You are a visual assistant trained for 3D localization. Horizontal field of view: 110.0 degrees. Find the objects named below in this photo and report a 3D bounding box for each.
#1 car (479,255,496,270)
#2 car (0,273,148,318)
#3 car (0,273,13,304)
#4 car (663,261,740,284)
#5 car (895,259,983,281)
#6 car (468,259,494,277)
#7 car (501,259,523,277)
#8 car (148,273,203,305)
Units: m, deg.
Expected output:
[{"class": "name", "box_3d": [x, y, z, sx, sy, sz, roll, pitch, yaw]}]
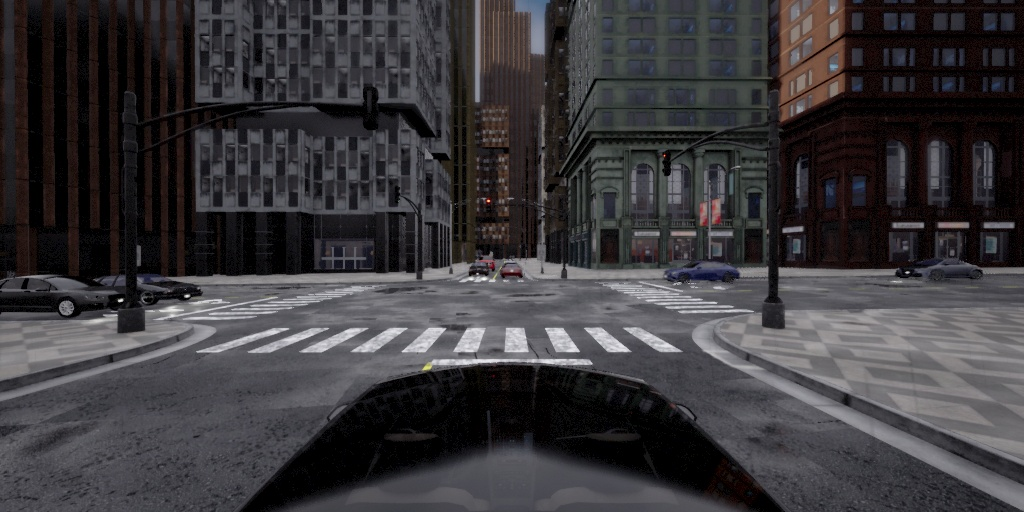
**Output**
[{"class": "car", "box_3d": [-3.332, 0.934, 46.872, 2.150, 2.045, 5.566, 0, 0, -1]}, {"class": "car", "box_3d": [-17.420, 1.492, 13.717, 4.892, 1.490, 1.837, -1, 0, 0]}, {"class": "car", "box_3d": [-27.350, 1.609, 16.942, 4.892, 1.490, 1.837, -1, 0, 0]}, {"class": "car", "box_3d": [12.507, 1.062, 23.752, 4.674, 1.442, 1.812, -1, 0, 0]}, {"class": "car", "box_3d": [28.224, 0.899, 23.796, 4.181, 1.385, 1.994, -1, 0, 0]}, {"class": "car", "box_3d": [-3.236, 1.276, 36.193, 2.033, 1.411, 5.357, 0, 0, 0]}, {"class": "car", "box_3d": [-0.029, 1.295, 34.460, 1.994, 1.385, 4.181, 0, 0, -1]}, {"class": "car", "box_3d": [-17.863, 1.523, 17.023, 5.357, 1.411, 2.033, -1, 0, 5]}]
